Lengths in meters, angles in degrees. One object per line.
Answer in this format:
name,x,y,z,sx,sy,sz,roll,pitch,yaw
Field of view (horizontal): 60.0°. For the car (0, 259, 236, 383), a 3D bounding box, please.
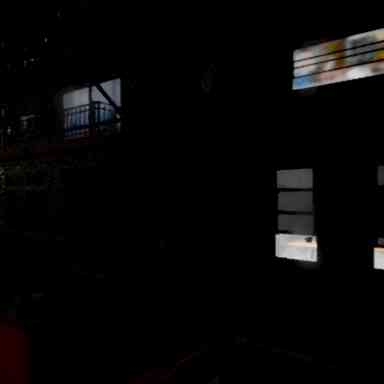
car,-1.648,1.542,4.178,4.507,1.381,1.887,0,0,35
